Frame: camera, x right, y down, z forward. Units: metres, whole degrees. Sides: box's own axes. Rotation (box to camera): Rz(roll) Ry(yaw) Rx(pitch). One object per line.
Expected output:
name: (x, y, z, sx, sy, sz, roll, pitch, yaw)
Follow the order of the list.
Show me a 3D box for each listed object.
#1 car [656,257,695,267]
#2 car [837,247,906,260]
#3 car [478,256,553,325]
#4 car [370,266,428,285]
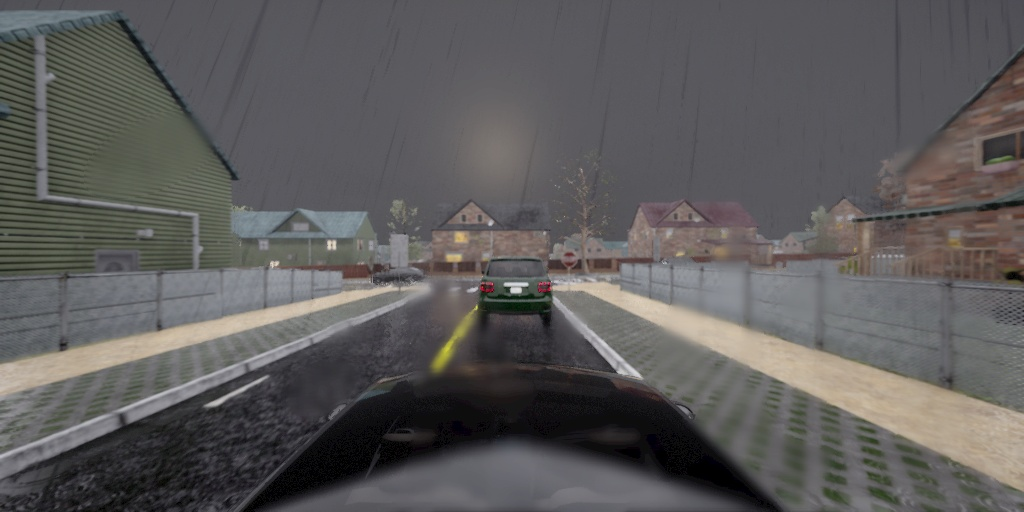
car: (12.843, 0.867, 29.493, 4.553, 1.767, 2.097, -1, 1, 0)
car: (29.936, 0.334, 29.502, 5.566, 2.045, 2.150, -1, 1, 0)
car: (0.107, 1.019, 12.214, 2.150, 2.045, 5.566, 0, 0, 0)
car: (-9.222, 1.561, 29.399, 4.674, 1.442, 1.812, -1, 0, 7)
